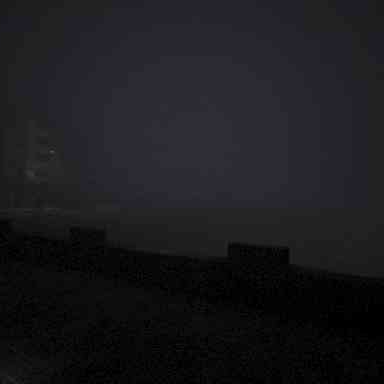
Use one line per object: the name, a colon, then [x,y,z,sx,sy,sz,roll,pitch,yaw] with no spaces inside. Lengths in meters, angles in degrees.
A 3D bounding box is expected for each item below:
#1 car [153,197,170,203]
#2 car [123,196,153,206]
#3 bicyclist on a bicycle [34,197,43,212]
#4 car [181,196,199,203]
car: [-6.467,1.655,64.619,1.895,1.301,4.718,0,0,36]
car: [-9.024,1.366,54.156,2.097,1.767,4.553,0,0,36]
bicyclist on a bicycle: [-16.668,1.347,36.058,1.656,1.620,0.582,0,0,36]
car: [-0.289,1.495,66.387,2.128,1.511,4.902,0,0,36]
